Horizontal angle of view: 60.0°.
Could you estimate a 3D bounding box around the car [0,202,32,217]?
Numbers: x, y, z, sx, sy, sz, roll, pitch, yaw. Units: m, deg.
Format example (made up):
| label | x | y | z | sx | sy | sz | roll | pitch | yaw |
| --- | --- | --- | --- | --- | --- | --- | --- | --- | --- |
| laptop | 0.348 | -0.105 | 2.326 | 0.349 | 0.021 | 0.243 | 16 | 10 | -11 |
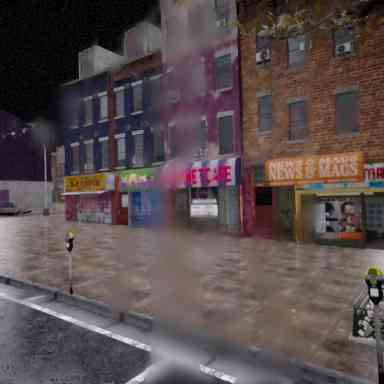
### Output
| label | x | y | z | sx | sy | sz | roll | pitch | yaw |
| --- | --- | --- | --- | --- | --- | --- | --- | --- | --- |
| car | -17.569 | 1.621 | 30.227 | 2.033 | 1.411 | 5.357 | -2 | -1 | 39 |
